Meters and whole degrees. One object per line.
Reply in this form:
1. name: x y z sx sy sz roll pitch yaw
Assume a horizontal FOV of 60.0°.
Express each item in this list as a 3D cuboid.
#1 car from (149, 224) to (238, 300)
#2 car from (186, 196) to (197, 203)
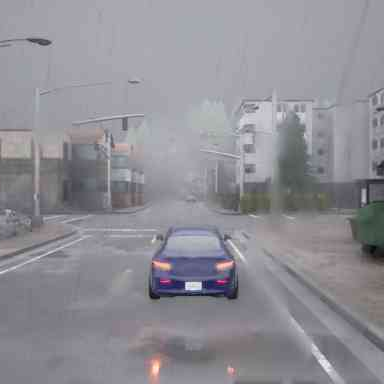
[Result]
1. car: 0.040 1.526 8.290 1.812 1.442 4.674 0 0 0
2. car: -0.143 1.526 66.933 1.812 1.442 4.674 0 0 0
